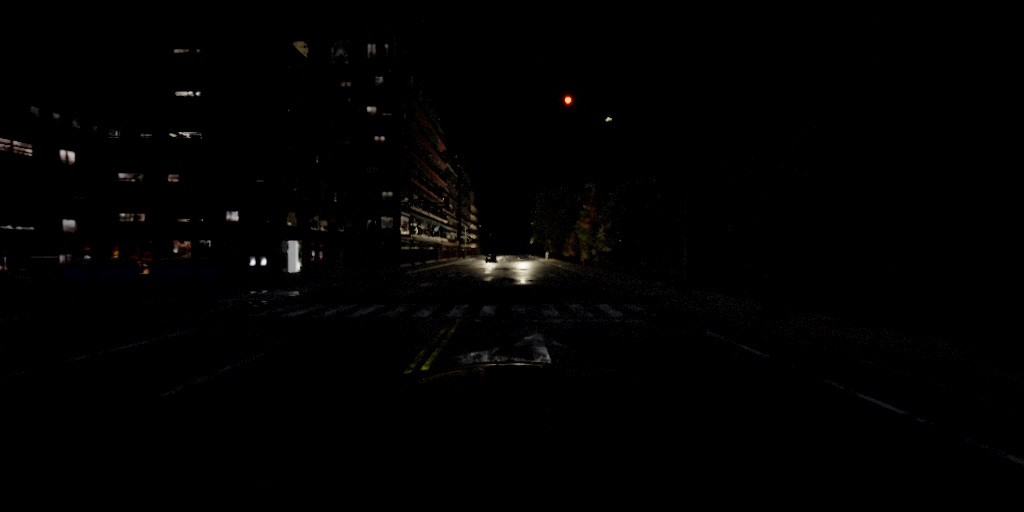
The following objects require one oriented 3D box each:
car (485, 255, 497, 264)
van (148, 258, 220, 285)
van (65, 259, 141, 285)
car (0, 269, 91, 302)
[{"bbox_3d":[-3.251,0.495,56.623,2.033,1.411,5.357,0,1,0],"label":"car"},{"bbox_3d":[-22.719,1.003,24.927,3.998,1.789,1.690,0,0,-1],"label":"van"},{"bbox_3d":[-28.320,1.078,24.851,3.998,1.789,1.690,0,0,-1],"label":"van"},{"bbox_3d":[-22.632,1.401,16.581,4.207,1.307,1.802,0,0,-1],"label":"car"}]
